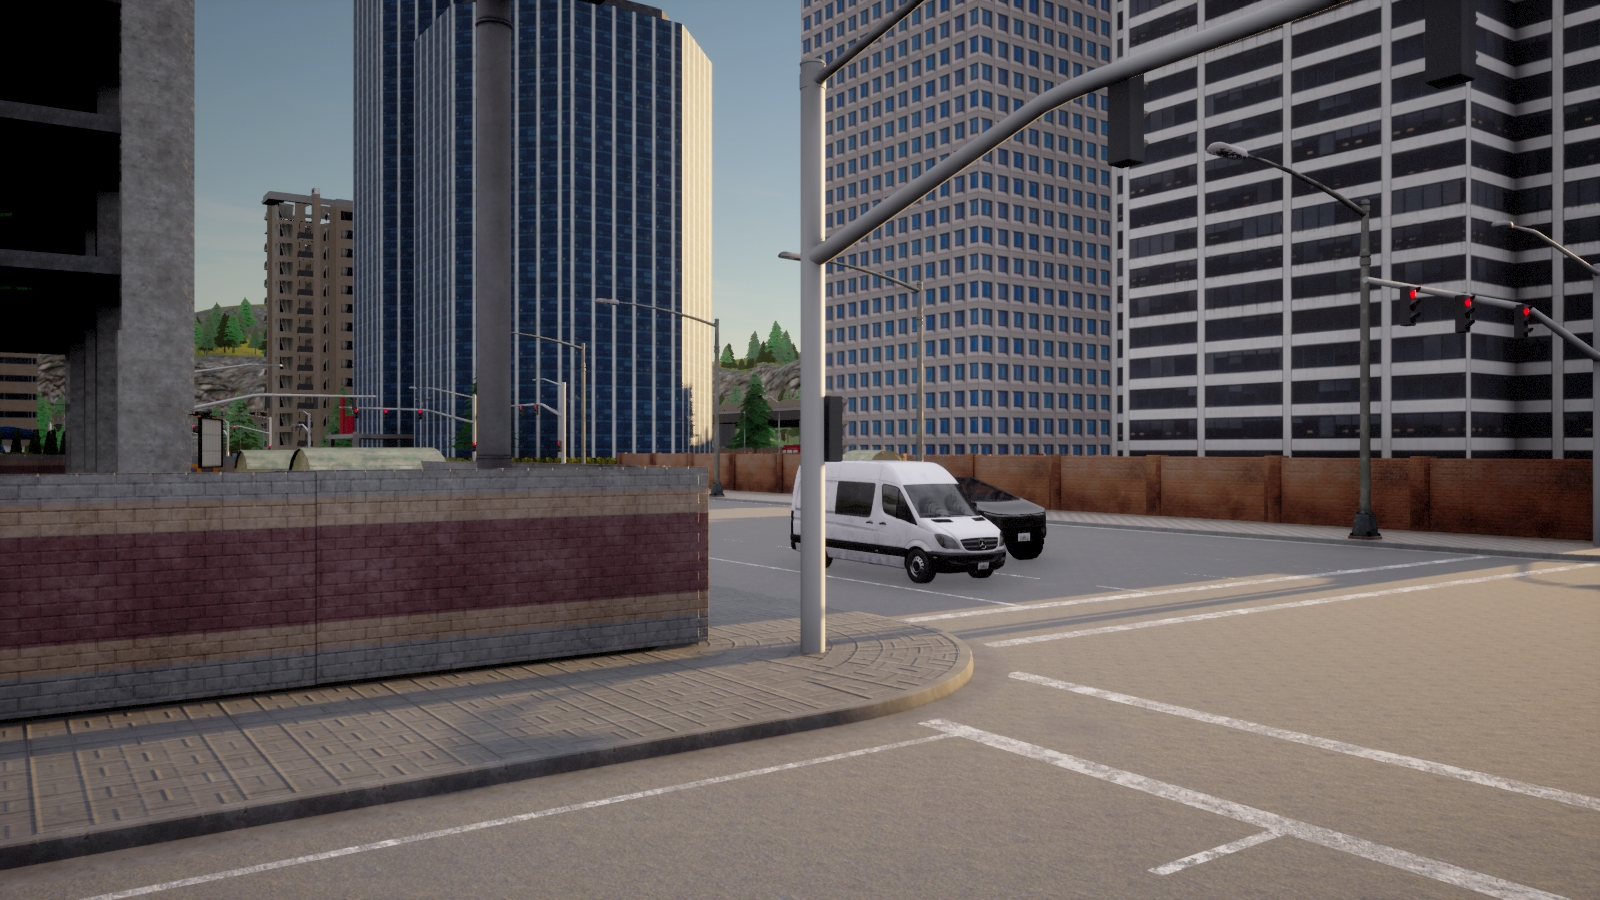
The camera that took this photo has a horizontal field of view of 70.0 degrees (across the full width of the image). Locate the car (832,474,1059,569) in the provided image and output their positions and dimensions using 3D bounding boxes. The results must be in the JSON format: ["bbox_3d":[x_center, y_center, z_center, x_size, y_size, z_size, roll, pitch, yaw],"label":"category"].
[{"bbox_3d":[3.654,1.752,30.193,2.390,2.098,6.274,0,0,-35],"label":"car"}]

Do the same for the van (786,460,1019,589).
[{"bbox_3d":[2.162,1.533,26.216,1.988,2.561,5.915,0,0,-35],"label":"van"}]
